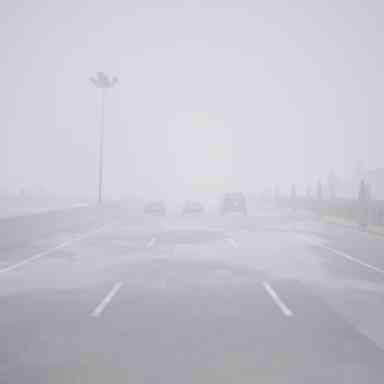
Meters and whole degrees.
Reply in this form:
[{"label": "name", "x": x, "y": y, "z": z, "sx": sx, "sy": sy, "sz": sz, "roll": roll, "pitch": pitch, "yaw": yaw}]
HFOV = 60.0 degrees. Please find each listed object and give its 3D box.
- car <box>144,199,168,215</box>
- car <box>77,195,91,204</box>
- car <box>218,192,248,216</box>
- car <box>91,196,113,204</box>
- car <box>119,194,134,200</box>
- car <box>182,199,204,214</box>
[{"label": "car", "x": -3.393, "y": 1.368, "z": 31.723, "sx": 1.994, "sy": 1.385, "sz": 4.181, "roll": 0, "pitch": 0, "yaw": 0}, {"label": "car", "x": -17.528, "y": 1.240, "z": 55.364, "sx": 1.994, "sy": 1.385, "sz": 4.181, "roll": 0, "pitch": 0, "yaw": 1}, {"label": "car", "x": 3.608, "y": 1.038, "z": 30.010, "sx": 2.150, "sy": 2.045, "sz": 5.566, "roll": 0, "pitch": 0, "yaw": 0}, {"label": "car", "x": -14.034, "y": 1.272, "z": 52.998, "sx": 1.895, "sy": 1.301, "sz": 4.718, "roll": 0, "pitch": 0, "yaw": 1}, {"label": "car", "x": -10.535, "y": 1.173, "z": 53.668, "sx": 1.837, "sy": 1.490, "sz": 4.892, "roll": 0, "pitch": 0, "yaw": 1}, {"label": "car", "x": 0.107, "y": 1.367, "z": 31.916, "sx": 1.994, "sy": 1.385, "sz": 4.181, "roll": 0, "pitch": 0, "yaw": 0}]
